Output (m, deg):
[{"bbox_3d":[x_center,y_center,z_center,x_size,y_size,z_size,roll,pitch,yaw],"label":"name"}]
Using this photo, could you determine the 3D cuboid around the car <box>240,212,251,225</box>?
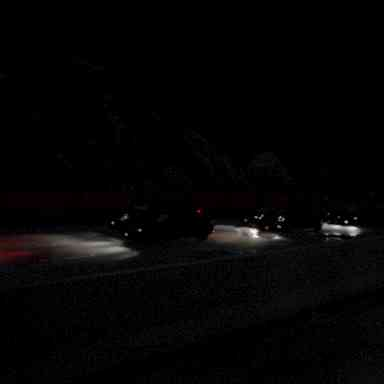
[{"bbox_3d":[5.731,1.791,25.149,4.674,1.442,1.812,1,-1,-35],"label":"car"}]

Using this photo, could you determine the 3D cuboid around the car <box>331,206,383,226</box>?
[{"bbox_3d":[13.822,1.916,26.687,5.357,1.411,2.033,1,-1,-35],"label":"car"}]

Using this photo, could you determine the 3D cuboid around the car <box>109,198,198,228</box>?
[{"bbox_3d":[-2.029,1.355,19.639,5.566,2.045,2.150,1,-1,-35],"label":"car"}]

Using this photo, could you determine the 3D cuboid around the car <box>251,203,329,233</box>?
[{"bbox_3d":[6.314,1.592,21.266,4.553,1.767,2.097,1,-1,-35],"label":"car"}]

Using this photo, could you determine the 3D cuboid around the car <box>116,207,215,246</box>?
[{"bbox_3d":[-1.001,1.643,16.095,4.674,1.442,1.812,1,-1,-35],"label":"car"}]

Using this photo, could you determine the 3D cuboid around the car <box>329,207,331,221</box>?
[{"bbox_3d":[12.904,1.988,30.359,4.718,1.301,1.895,1,-1,-38],"label":"car"}]
